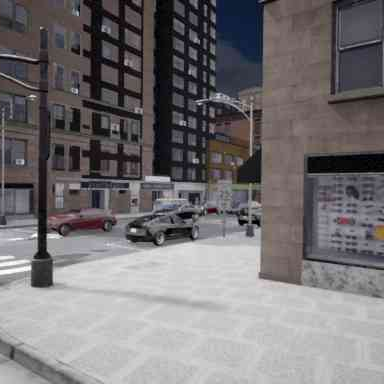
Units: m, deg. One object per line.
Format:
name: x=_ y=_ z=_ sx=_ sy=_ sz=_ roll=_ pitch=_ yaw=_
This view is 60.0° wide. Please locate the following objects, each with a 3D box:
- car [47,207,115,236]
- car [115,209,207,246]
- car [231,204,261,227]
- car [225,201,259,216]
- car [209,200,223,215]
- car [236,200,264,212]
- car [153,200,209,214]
car: x=-6.521 y=1.633 z=19.493 sx=1.812 sy=1.442 sz=4.674 roll=1 pitch=0 yaw=37
car: x=-1.378 y=1.764 z=16.456 sx=1.947 sy=1.339 sz=4.313 roll=0 pitch=0 yaw=36
car: x=5.040 y=1.850 z=25.381 sx=1.947 sy=1.339 sz=4.313 roll=0 pitch=0 yaw=36
car: x=5.034 y=1.813 z=35.555 sx=2.033 sy=1.411 sz=5.357 roll=1 pitch=0 yaw=36
car: x=1.329 y=1.645 z=34.821 sx=1.967 sy=1.590 sz=4.097 roll=0 pitch=0 yaw=36
car: x=7.646 y=1.823 z=43.608 sx=1.752 sy=1.417 sz=4.829 roll=0 pitch=0 yaw=36
car: x=-1.061 y=1.672 z=27.089 sx=2.128 sy=1.511 sz=4.902 roll=1 pitch=0 yaw=35
